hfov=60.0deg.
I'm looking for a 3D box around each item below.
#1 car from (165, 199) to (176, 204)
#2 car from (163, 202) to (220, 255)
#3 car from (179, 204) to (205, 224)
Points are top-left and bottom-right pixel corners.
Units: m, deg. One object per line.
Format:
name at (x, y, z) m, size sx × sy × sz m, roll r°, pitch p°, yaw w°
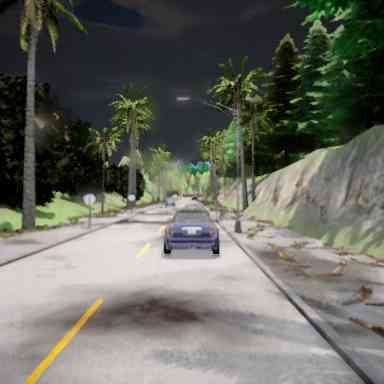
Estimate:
car at (-4.063, 2.131, 62.895) m, size 1.812 × 1.442 × 4.674 m, roll 0°, pitch 0°, yaw 1°
car at (-0.006, 1.486, 14.090) m, size 2.097 × 1.767 × 4.553 m, roll 0°, pitch -1°, yaw 0°
car at (-0.016, 1.827, 28.991) m, size 2.033 × 1.411 × 5.357 m, roll 0°, pitch -1°, yaw 0°
